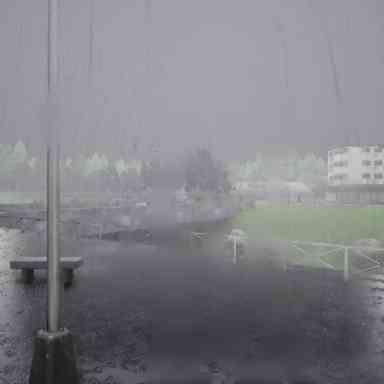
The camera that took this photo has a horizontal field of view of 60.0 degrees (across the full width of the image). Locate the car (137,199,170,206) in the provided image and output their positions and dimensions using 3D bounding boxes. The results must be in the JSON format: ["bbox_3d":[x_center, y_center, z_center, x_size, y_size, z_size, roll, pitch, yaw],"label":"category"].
[{"bbox_3d":[-4.904,1.601,43.388,1.895,1.301,4.718,0,0,36],"label":"car"}]
